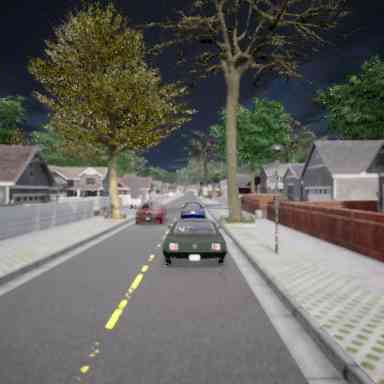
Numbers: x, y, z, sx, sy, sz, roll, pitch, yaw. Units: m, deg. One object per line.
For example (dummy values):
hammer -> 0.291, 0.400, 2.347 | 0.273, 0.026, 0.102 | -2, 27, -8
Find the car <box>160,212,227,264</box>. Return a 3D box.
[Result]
car -> 0.085, 1.588, 11.698 | 1.895, 1.301, 4.718 | 0, 0, 0

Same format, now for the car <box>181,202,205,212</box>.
car -> 0.079, 1.531, 27.477 | 1.994, 1.385, 4.181 | 0, 0, 0

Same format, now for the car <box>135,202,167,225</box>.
car -> -2.857, 1.450, 24.039 | 1.882, 1.535, 5.008 | 0, 0, 0
